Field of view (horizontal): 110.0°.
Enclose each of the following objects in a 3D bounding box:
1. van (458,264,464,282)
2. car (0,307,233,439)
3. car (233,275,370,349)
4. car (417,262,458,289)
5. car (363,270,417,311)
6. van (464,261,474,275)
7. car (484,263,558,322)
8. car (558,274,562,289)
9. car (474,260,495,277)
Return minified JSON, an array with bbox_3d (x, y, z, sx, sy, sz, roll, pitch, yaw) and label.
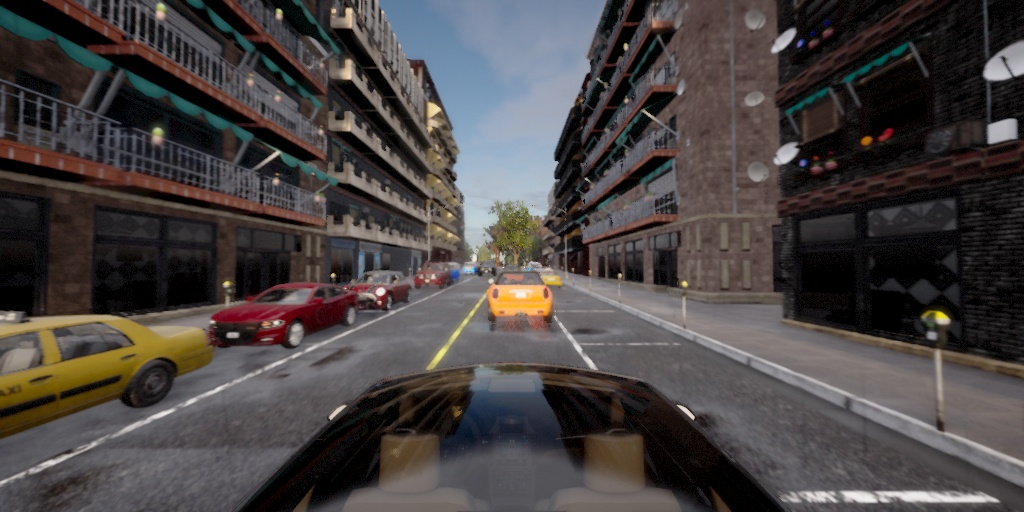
[{"bbox_3d":[-5.696,1.487,32.188,1.690,1.789,3.998,0,0,0],"label":"van"},{"bbox_3d":[-5.690,1.304,3.714,1.751,1.417,4.829,0,0,0],"label":"car"},{"bbox_3d":[-5.691,1.397,9.543,1.888,1.381,4.507,0,0,0],"label":"car"},{"bbox_3d":[-5.695,1.387,26.528,2.192,1.841,5.009,0,0,0],"label":"car"},{"bbox_3d":[-5.692,1.365,15.206,1.967,1.591,4.097,0,0,0],"label":"car"},{"bbox_3d":[-5.701,1.710,49.172,1.690,1.789,3.998,0,0,0],"label":"van"},{"bbox_3d":[0.198,1.250,13.161,2.097,1.767,4.553,0,-1,-2],"label":"car"},{"bbox_3d":[2.687,1.596,26.661,1.751,1.417,4.829,0,0,0],"label":"car"},{"bbox_3d":[-3.028,1.540,44.943,2.150,2.045,5.566,0,-1,0],"label":"car"}]
